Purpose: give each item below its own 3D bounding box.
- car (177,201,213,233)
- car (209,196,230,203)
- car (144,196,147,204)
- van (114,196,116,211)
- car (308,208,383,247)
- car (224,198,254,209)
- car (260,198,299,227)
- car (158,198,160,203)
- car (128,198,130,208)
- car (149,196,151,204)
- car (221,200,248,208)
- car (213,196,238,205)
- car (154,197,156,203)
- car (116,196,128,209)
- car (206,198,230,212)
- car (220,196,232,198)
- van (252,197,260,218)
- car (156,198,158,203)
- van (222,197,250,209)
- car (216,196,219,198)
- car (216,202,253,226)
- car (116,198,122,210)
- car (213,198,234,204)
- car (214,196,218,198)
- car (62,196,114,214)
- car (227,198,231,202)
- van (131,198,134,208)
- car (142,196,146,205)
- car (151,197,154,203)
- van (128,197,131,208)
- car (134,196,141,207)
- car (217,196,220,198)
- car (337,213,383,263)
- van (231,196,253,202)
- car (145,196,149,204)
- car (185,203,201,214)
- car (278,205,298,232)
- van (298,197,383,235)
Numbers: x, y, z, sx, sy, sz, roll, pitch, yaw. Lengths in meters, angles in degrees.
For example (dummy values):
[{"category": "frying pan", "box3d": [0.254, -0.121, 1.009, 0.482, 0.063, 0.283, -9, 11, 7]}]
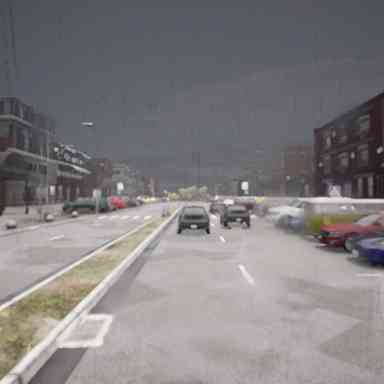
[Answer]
[{"category": "car", "box3d": [0.123, 1.611, 20.607, 1.837, 1.490, 4.892, 0, 1, 0]}, {"category": "car", "box3d": [7.703, 2.132, 93.370, 5.566, 2.045, 2.435, 0, -1, 0]}, {"category": "car", "box3d": [-12.803, 2.185, 71.455, 4.792, 1.488, 2.163, 0, 0, 0]}, {"category": "van", "box3d": [-12.767, 1.694, 43.663, 4.442, 1.987, 1.878, 0, -1, 0]}, {"category": "car", "box3d": [7.659, 1.545, 13.412, 5.008, 1.535, 2.097, 0, -1, 0]}, {"category": "car", "box3d": [7.725, 1.911, 54.773, 4.553, 1.767, 2.185, 0, -1, 0]}, {"category": "car", "box3d": [7.633, 1.376, 21.686, 5.566, 2.045, 2.435, 0, -1, 0]}, {"category": "car", "box3d": [-12.682, 2.125, 93.679, 5.566, 2.045, 2.435, 0, -1, 0]}, {"category": "car", "box3d": [-12.832, 2.012, 52.121, 4.892, 1.521, 2.231, 0, 0, 0]}, {"category": "car", "box3d": [-12.763, 2.187, 77.138, 5.008, 1.535, 2.097, 0, 0, 0]}, {"category": "car", "box3d": [7.696, 2.124, 60.288, 4.674, 1.452, 2.002, 0, 0, 0]}, {"category": "car", "box3d": [7.743, 1.943, 76.837, 5.566, 2.045, 2.435, 0, 0, 0]}, {"category": "car", "box3d": [-12.723, 2.325, 88.122, 4.674, 1.452, 2.002, 0, -1, 0]}, {"category": "car", "box3d": [-12.882, 1.730, 49.223, 5.566, 2.045, 2.435, 0, -1, 0]}, {"category": "car", "box3d": [3.140, 1.908, 41.605, 2.128, 1.511, 4.902, 0, -1, 0]}, {"category": "car", "box3d": [7.662, 1.759, 52.016, 5.566, 2.045, 2.435, 0, -1, 0]}, {"category": "van", "box3d": [7.550, 1.474, 27.197, 4.442, 1.987, 1.878, 0, -1, 0]}, {"category": "car", "box3d": [-12.904, 2.325, 90.896, 5.366, 1.575, 1.946, 0, -1, 0]}, {"category": "van", "box3d": [7.579, 1.835, 57.532, 4.442, 1.987, 1.878, 0, -1, 0]}, {"category": "car", "box3d": [7.889, 2.122, 65.805, 5.366, 1.575, 1.946, 0, 0, 0]}, {"category": "car", "box3d": [3.122, 1.684, 24.782, 1.837, 1.490, 4.892, 0, -1, -1]}, {"category": "car", "box3d": [-12.840, 1.983, 46.567, 4.792, 1.488, 2.163, 0, -1, 0]}, {"category": "car", "box3d": [7.749, 2.264, 82.348, 4.792, 1.488, 2.163, 0, 0, 0]}, {"category": "car", "box3d": [7.678, 2.035, 71.322, 4.553, 1.767, 2.185, 0, 0, 0]}, {"category": "car", "box3d": [-12.929, 1.635, 40.888, 5.566, 2.045, 2.435, 0, -1, 0]}, {"category": "car", "box3d": [7.659, 2.012, 49.256, 4.792, 1.488, 2.163, 0, -1, 0]}, {"category": "van", "box3d": [-12.933, 1.834, 57.560, 4.442, 1.987, 1.878, 0, 0, 0]}, {"category": "car", "box3d": [-12.777, 2.139, 68.675, 5.008, 1.535, 2.097, 0, 0, 0]}, {"category": "car", "box3d": [-12.927, 2.223, 82.695, 5.366, 1.575, 1.946, 0, 0, 0]}, {"category": "van", "box3d": [-12.945, 1.811, 54.906, 4.442, 1.987, 1.878, 0, -1, 0]}, {"category": "car", "box3d": [-12.776, 1.831, 60.458, 5.566, 2.045, 2.435, 0, 0, 0]}, {"category": "car", "box3d": [7.887, 2.102, 63.045, 5.366, 1.575, 1.946, 0, 0, 0]}, {"category": "car", "box3d": [7.621, 1.554, 10.656, 4.792, 1.488, 2.163, 0, 0, 0]}, {"category": "van", "box3d": [7.799, 1.696, 43.740, 4.442, 1.987, 1.878, 0, -1, 0]}, {"category": "car", "box3d": [-12.772, 2.172, 74.234, 4.892, 1.521, 2.231, 0, 0, 0]}, {"category": "car", "box3d": [0.140, 2.015, 41.487, 1.895, 1.301, 4.718, 0, -1, 0]}, {"category": "car", "box3d": [7.662, 1.637, 18.923, 4.674, 1.452, 2.002, 0, -1, 0]}, {"category": "van", "box3d": [7.772, 1.342, 16.049, 4.442, 1.987, 1.878, 0, -1, 0]}]
